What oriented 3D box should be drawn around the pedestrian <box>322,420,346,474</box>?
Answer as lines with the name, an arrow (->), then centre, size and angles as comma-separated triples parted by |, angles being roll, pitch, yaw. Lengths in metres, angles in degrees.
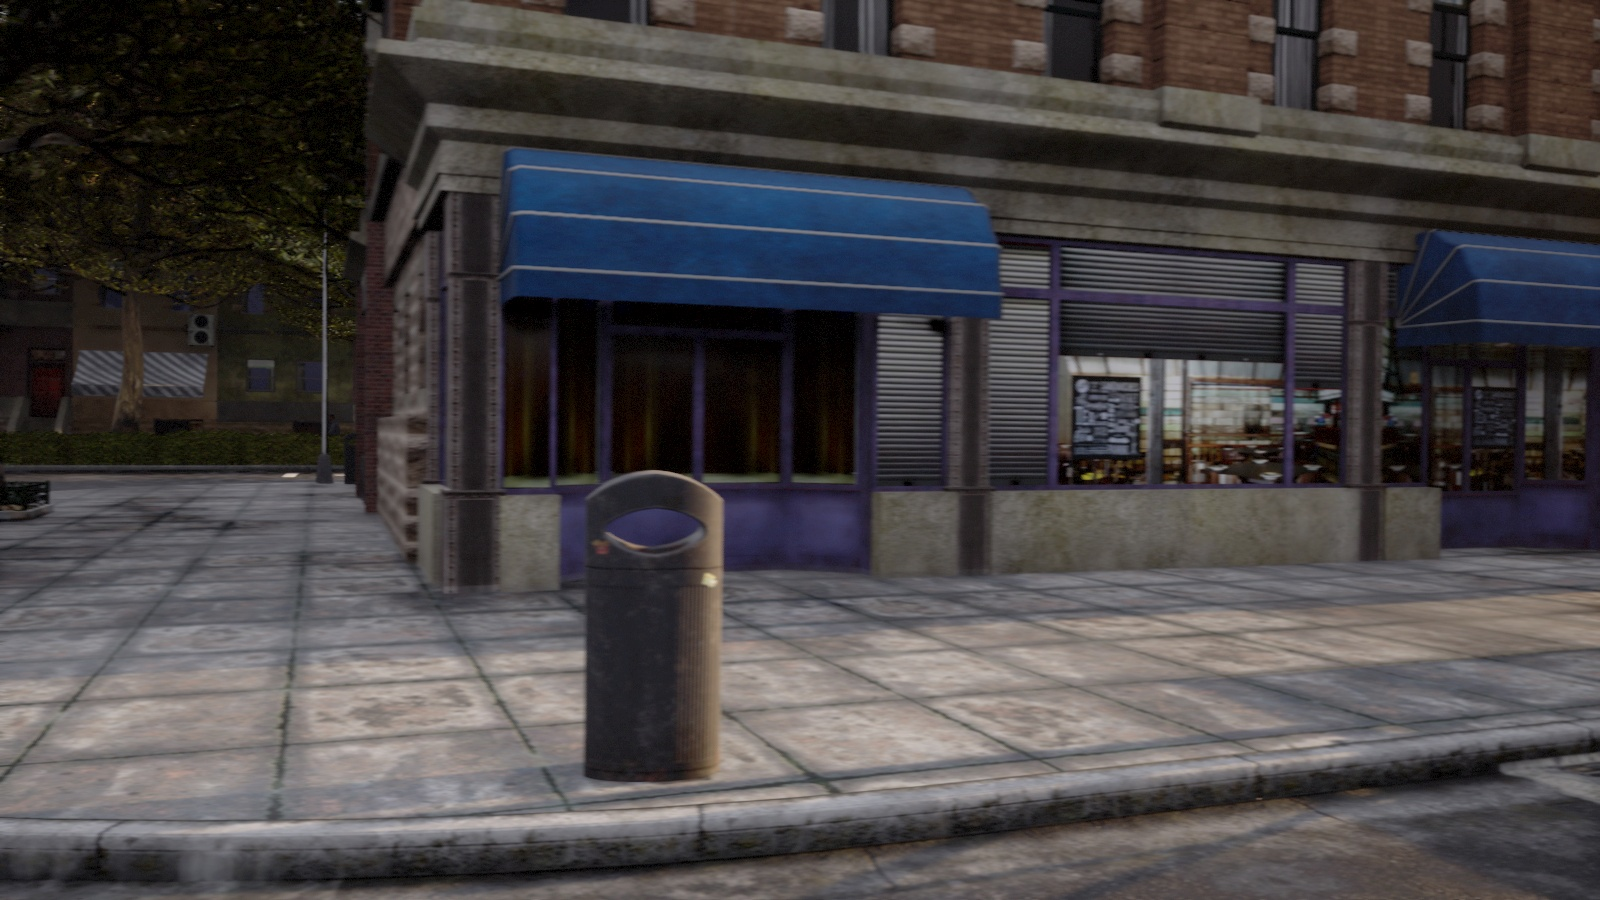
pedestrian -> -17.120, -0.112, 46.179 | 0.788, 1.949, 0.423 | -1, 1, -19
